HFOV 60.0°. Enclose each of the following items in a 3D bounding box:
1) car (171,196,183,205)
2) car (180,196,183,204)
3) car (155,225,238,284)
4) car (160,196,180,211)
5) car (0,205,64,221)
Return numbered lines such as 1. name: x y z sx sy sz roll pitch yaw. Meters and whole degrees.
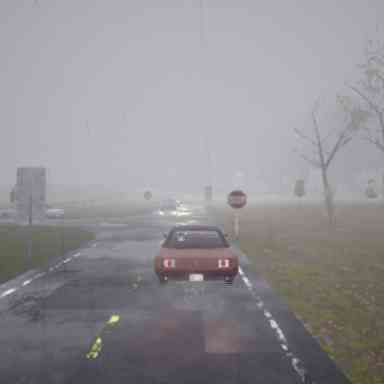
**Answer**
1. car: -2.763 1.527 62.339 1.837 1.490 4.892 0 2 1
2. car: -2.809 1.503 51.590 1.882 1.535 5.008 0 0 0
3. car: 0.102 1.608 9.582 1.895 1.301 4.718 0 0 0
4. car: -2.824 1.528 41.157 1.837 1.490 4.892 0 0 0
5. car: -13.009 1.641 26.907 4.718 1.301 1.895 0 -1 1
